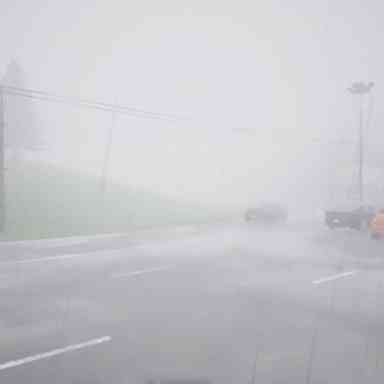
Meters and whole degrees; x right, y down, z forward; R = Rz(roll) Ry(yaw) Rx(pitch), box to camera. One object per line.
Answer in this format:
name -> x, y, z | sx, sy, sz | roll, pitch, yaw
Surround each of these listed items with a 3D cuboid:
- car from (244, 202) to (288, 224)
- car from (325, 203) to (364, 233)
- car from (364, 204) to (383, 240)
car -> 5.383, 1.449, 23.938 | 1.812, 1.442, 4.674 | 0, 0, 35
car -> 9.757, 1.398, 19.306 | 5.008, 1.535, 1.882 | 0, 0, -35
car -> 10.307, 1.280, 15.400 | 4.553, 1.767, 2.097 | 0, 0, -35
